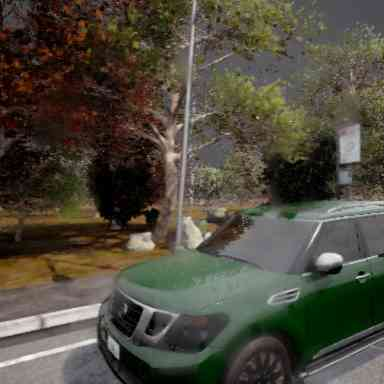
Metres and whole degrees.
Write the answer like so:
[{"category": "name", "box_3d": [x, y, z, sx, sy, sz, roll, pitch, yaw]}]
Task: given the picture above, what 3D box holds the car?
[{"category": "car", "box_3d": [1.541, 1.192, 4.846, 5.566, 2.045, 2.150, -1, 0, -32]}]
